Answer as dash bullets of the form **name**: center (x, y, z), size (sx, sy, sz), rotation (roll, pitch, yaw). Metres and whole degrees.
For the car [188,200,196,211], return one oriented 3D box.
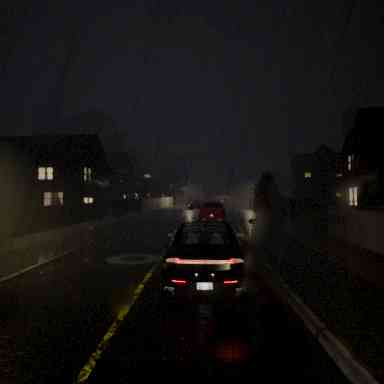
- **car**: center (0.795, 1.619, 40.385), size (1.895, 1.301, 4.718), rotation (0, 0, 10)

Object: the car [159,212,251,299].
- **car**: center (0.341, 1.496, 8.454), size (2.128, 1.511, 4.902), rotation (0, 0, 3)

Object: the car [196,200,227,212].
- **car**: center (1.644, 1.477, 25.552), size (1.882, 1.535, 5.008), rotation (0, 0, 6)
